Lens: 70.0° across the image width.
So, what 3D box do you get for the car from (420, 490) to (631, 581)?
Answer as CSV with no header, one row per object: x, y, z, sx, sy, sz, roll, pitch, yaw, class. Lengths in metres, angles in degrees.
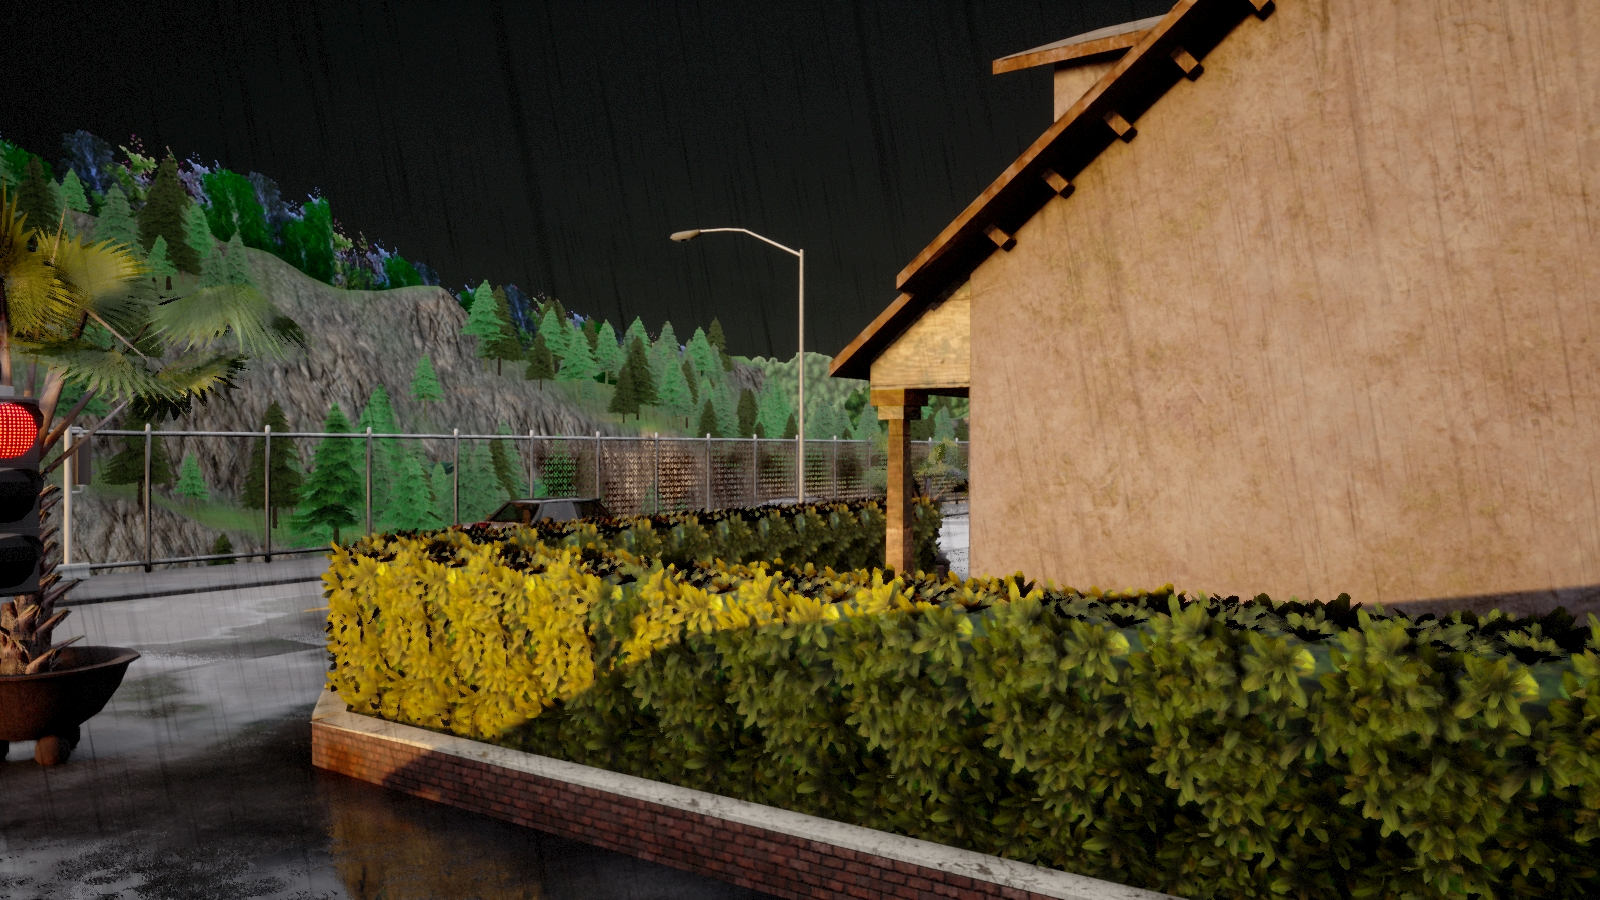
-6.312,1.906,26.765,2.097,1.767,4.553,0,0,35,car
